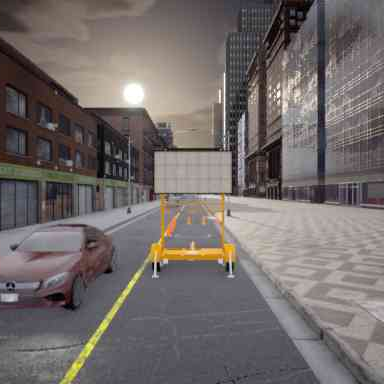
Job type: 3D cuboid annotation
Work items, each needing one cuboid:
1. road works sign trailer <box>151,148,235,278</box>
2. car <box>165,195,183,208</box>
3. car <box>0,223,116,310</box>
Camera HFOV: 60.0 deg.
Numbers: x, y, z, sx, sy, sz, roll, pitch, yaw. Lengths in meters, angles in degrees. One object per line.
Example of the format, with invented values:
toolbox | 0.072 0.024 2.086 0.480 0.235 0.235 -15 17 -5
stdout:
road works sign trailer | 0.031 0.468 10.171 2.380 3.560 2.880 0 0 0
car | -2.942 1.543 49.558 2.128 1.511 4.902 0 0 0
car | -3.076 1.528 7.948 1.812 1.442 4.674 0 0 0
